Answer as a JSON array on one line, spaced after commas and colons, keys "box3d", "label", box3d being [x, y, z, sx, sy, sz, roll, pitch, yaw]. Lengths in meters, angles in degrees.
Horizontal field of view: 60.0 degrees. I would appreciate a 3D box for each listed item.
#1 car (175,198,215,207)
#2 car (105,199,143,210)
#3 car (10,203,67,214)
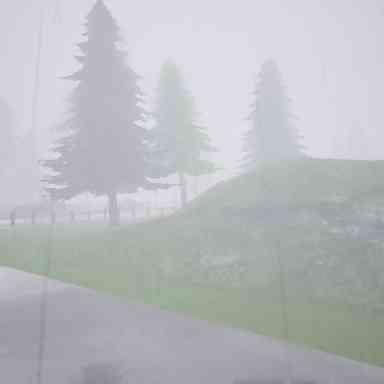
[{"box3d": [0.484, 1.462, 43.639, 5.357, 1.411, 2.033, 0, 0, -35], "label": "car"}, {"box3d": [-7.572, 1.465, 37.357, 4.181, 1.385, 1.994, 0, 0, -40], "label": "car"}, {"box3d": [-14.201, 1.386, 31.023, 2.128, 1.511, 4.902, 0, 0, 44], "label": "car"}]
